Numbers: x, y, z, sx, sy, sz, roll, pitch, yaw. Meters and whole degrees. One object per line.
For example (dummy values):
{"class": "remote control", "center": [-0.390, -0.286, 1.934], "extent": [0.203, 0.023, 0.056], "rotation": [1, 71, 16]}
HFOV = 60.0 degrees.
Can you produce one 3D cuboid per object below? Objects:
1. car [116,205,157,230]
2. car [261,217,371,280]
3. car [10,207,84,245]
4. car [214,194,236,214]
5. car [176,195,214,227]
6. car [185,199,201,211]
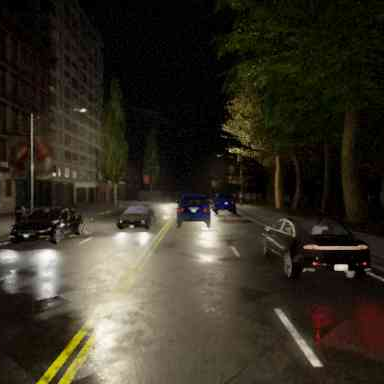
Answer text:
{"class": "car", "center": [-3.326, 1.533, 21.046], "extent": [2.033, 1.411, 5.357], "rotation": [0, 0, 0]}
{"class": "car", "center": [3.351, 1.480, 9.898], "extent": [2.128, 1.511, 4.902], "rotation": [0, 0, 0]}
{"class": "car", "center": [-6.590, 1.490, 15.634], "extent": [1.837, 1.490, 4.892], "rotation": [0, 0, 0]}
{"class": "car", "center": [3.353, 1.216, 35.377], "extent": [2.150, 2.045, 5.566], "rotation": [0, 0, 0]}
{"class": "car", "center": [0.103, 1.210, 22.591], "extent": [2.150, 2.045, 5.566], "rotation": [0, 0, 0]}
{"class": "car", "center": [0.104, 1.603, 42.164], "extent": [1.895, 1.301, 4.718], "rotation": [0, 0, 0]}
